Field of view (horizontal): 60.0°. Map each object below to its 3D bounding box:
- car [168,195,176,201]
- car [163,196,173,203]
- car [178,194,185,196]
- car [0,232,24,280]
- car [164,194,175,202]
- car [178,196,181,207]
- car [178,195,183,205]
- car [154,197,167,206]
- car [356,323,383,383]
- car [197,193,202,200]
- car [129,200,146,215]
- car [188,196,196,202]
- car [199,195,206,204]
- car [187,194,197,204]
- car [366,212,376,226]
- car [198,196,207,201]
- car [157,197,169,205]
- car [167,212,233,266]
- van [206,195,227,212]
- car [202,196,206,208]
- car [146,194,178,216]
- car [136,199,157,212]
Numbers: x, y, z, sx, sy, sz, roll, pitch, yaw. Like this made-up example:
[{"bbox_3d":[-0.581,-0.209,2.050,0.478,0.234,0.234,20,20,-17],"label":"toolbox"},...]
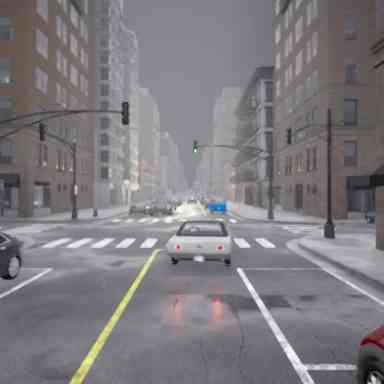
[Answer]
[{"bbox_3d":[-5.380,1.521,91.210,1.967,1.590,4.097,0,0,0],"label":"car"},{"bbox_3d":[-5.381,1.639,74.165,1.947,1.339,4.313,0,0,0],"label":"car"},{"bbox_3d":[-2.781,1.630,60.246,1.994,1.385,4.181,0,0,0],"label":"car"},{"bbox_3d":[-5.387,1.560,7.310,2.008,1.369,4.403,0,0,0],"label":"car"},{"bbox_3d":[-5.381,1.391,79.847,2.192,1.841,5.009,0,0,0],"label":"car"},{"bbox_3d":[-2.802,1.598,42.260,2.033,1.411,5.357,0,0,0],"label":"car"},{"bbox_3d":[-2.764,1.586,51.716,1.812,1.442,4.674,0,0,0],"label":"car"},{"bbox_3d":[-5.383,1.590,56.950,1.752,1.417,4.829,0,0,0],"label":"car"},{"bbox_3d":[2.638,1.443,1.800,1.967,1.590,4.097,0,0,0],"label":"car"},{"bbox_3d":[2.643,1.382,62.807,2.192,1.841,5.009,0,0,0],"label":"car"},{"bbox_3d":[-5.385,1.592,34.392,2.008,1.369,4.403,0,0,0],"label":"car"},{"bbox_3d":[0.006,1.610,74.562,1.895,1.301,4.718,0,0,0],"label":"car"},{"bbox_3d":[2.642,1.646,57.125,1.802,1.307,4.206,0,0,0],"label":"car"},{"bbox_3d":[0.005,1.615,64.113,2.033,1.411,5.357,0,0,0],"label":"car"},{"bbox_3d":[14.361,1.601,22.243,5.008,1.535,1.882,0,0,1],"label":"car"},{"bbox_3d":[2.644,1.629,85.531,2.008,1.369,4.403,0,0,0],"label":"car"},{"bbox_3d":[-5.382,1.633,62.801,1.947,1.339,4.313,0,0,0],"label":"car"},{"bbox_3d":[0.461,1.616,11.689,1.895,1.301,4.718,0,0,7],"label":"car"},{"bbox_3d":[2.640,1.382,34.400,1.690,1.788,3.998,0,0,0],"label":"van"},{"bbox_3d":[2.641,1.636,45.762,1.802,1.307,4.206,0,0,0],"label":"car"},{"bbox_3d":[-2.892,1.391,32.778,2.097,1.767,4.553,0,0,1],"label":"car"},{"bbox_3d":[-5.384,1.593,40.073,1.887,1.381,4.507,0,0,0],"label":"car"}]
